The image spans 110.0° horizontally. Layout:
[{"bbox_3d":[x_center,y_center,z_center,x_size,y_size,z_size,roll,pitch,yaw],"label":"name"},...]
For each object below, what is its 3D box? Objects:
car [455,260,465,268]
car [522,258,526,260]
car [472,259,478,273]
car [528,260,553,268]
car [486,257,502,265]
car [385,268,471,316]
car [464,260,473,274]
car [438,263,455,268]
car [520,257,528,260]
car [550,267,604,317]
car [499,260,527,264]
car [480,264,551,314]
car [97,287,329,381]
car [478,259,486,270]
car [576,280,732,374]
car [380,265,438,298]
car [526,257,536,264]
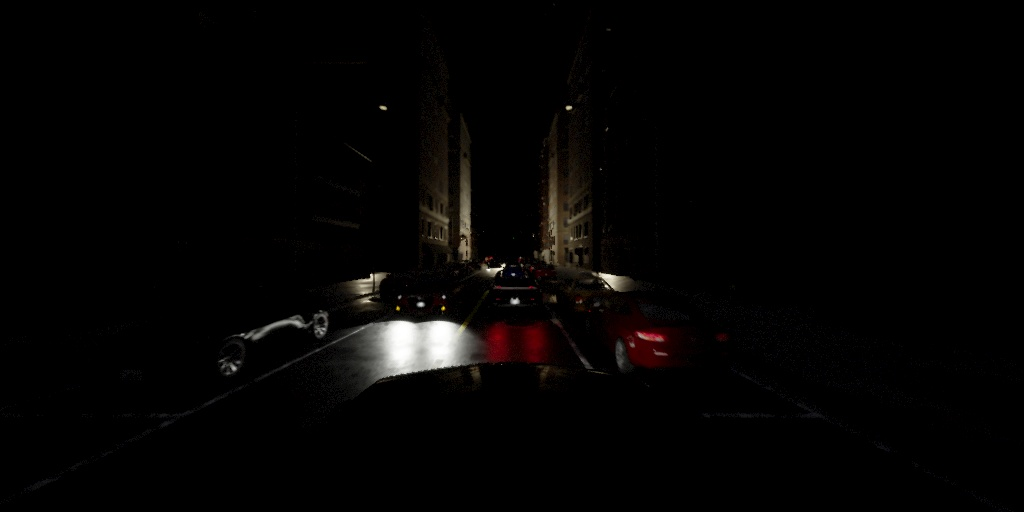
[{"bbox_3d":[-5.385,1.303,29.983,1.888,1.381,4.507,0,0,0],"label":"car"},{"bbox_3d":[2.641,1.312,47.029,2.007,1.370,4.403,0,0,0],"label":"car"},{"bbox_3d":[-5.385,1.200,41.347,1.967,1.591,4.097,0,0,0],"label":"car"},{"bbox_3d":[2.640,1.303,29.982,1.888,1.381,4.507,0,0,0],"label":"car"},{"bbox_3d":[-2.746,1.169,57.216,2.097,1.767,4.553,0,0,0],"label":"car"},{"bbox_3d":[-2.849,1.317,13.162,1.994,1.385,4.181,0,0,0],"label":"car"},{"bbox_3d":[-5.385,1.325,35.665,1.948,1.339,4.313,0,0,0],"label":"car"},{"bbox_3d":[-5.386,1.307,24.300,2.007,1.370,4.403,0,0,0],"label":"car"},{"bbox_3d":[2.641,1.077,52.712,2.192,1.841,5.009,0,0,0],"label":"car"},{"bbox_3d":[2.639,1.279,13.105,1.751,1.417,4.829,0,0,0],"label":"car"},{"bbox_3d":[0.103,1.284,30.616,1.812,1.442,4.674,0,0,0],"label":"car"},{"bbox_3d":[0.101,1.245,13.855,2.128,1.511,4.902,0,0,0],"label":"car"},{"bbox_3d":[-5.386,1.317,7.253,1.948,1.339,4.313,0,0,0],"label":"car"},{"bbox_3d":[-5.384,1.202,52.711,1.967,1.591,4.097,0,0,0],"label":"car"},{"bbox_3d":[2.639,1.334,7.253,1.802,1.307,4.207,0,0,0],"label":"car"},{"bbox_3d":[-5.386,1.300,18.618,1.888,1.381,4.507,0,0,0],"label":"car"},{"bbox_3d":[2.640,1.200,35.665,1.967,1.591,4.097,0,0,0],"label":"car"}]
